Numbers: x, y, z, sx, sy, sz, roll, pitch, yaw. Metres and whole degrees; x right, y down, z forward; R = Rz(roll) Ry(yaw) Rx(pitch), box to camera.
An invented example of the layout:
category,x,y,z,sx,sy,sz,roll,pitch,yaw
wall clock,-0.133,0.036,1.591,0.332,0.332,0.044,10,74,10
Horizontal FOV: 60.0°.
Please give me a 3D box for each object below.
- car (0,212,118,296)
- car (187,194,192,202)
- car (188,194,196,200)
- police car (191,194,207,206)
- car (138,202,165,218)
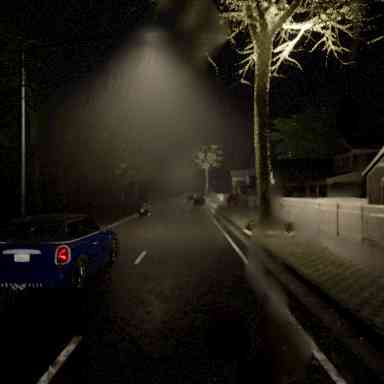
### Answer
category,x,y,z,sx,sy,sz,roll,pitch,yaw
car,-3.397,1.334,8.777,2.097,1.767,4.553,0,0,0
car,0.010,1.276,70.121,1.837,1.490,4.892,0,0,0
car,0.012,1.302,86.013,1.994,1.385,4.181,0,0,0
police car,1.232,1.344,51.588,1.930,1.638,5.238,0,0,0
car,-3.394,1.547,29.036,1.895,1.301,4.718,0,0,0
